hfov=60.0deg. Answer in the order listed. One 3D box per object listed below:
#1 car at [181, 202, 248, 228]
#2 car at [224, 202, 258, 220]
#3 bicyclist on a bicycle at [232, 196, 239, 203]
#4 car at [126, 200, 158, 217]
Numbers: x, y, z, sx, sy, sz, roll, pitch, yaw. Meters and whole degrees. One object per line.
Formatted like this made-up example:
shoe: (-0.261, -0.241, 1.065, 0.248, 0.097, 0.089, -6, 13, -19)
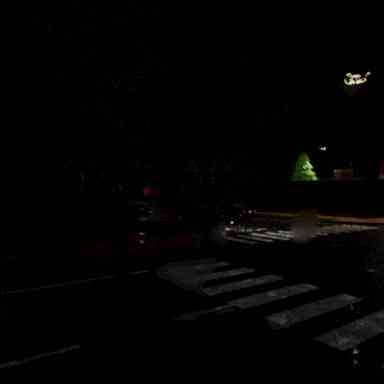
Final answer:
car: (1.240, 1.577, 22.375, 1.895, 1.301, 4.718, 0, 0, -34)
car: (2.811, 1.522, 26.699, 2.033, 1.411, 5.357, 0, 0, -36)
bicyclist on a bicycle: (4.293, 1.275, 33.620, 1.656, 1.620, 0.582, 0, 0, -35)
car: (-4.982, 1.502, 31.203, 1.812, 1.442, 4.674, 0, 0, -35)
